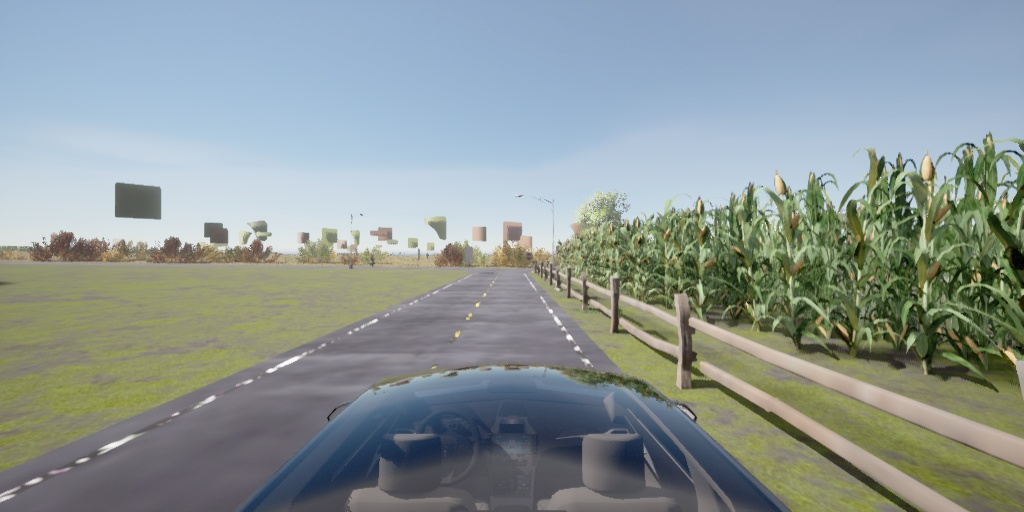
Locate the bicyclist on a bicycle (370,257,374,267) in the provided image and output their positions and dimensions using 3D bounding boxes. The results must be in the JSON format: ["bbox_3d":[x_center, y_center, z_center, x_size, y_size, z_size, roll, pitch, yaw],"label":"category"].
[{"bbox_3d":[-22.464,0.920,57.596,0.582,1.620,1.656,1,0,1],"label":"bicyclist on a bicycle"}]
